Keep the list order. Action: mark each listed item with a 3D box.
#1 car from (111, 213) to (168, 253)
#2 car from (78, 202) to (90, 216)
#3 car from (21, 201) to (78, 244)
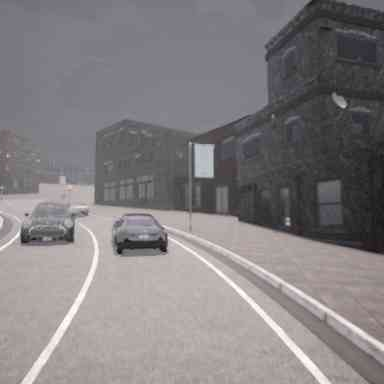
[{"bbox_3d":[-2.287,1.575,13.917,1.994,1.385,4.181,1,0,-16],"label":"car"},{"bbox_3d":[-11.382,1.522,31.641,1.895,1.301,4.718,3,-1,-36],"label":"car"},{"bbox_3d":[-6.581,1.295,15.587,2.097,1.767,4.553,1,0,-19],"label":"car"}]
